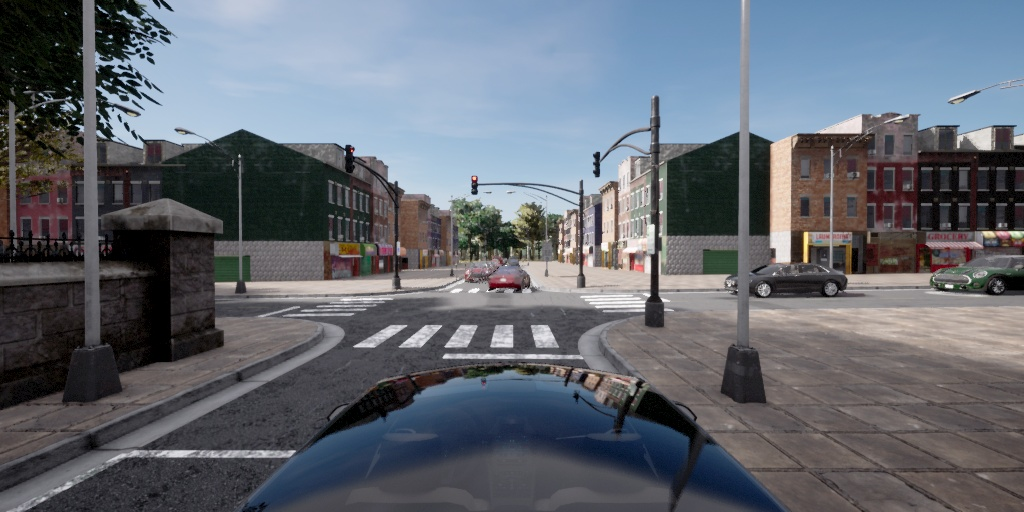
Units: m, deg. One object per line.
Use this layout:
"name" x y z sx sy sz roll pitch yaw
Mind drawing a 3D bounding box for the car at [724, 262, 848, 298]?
"car" 12.322 1.046 16.316 4.892 1.490 1.837 -1 1 0

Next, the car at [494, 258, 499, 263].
"car" -2.537 1.204 33.532 1.967 1.591 4.097 0 0 0

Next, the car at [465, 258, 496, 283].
"car" -2.555 1.199 28.097 1.967 1.591 4.097 0 0 0

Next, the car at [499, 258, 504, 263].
"car" -2.483 1.329 49.835 1.888 1.381 4.507 0 0 0

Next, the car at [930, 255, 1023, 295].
"car" 22.100 0.763 16.280 4.553 1.767 2.097 -1 1 0

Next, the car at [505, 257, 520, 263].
"car" 0.297 1.295 61.910 2.128 1.511 4.902 0 0 0

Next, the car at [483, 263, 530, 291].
"car" -0.113 1.318 21.842 1.994 1.385 4.181 0 0 11

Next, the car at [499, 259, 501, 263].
"car" -2.519 1.335 38.966 1.948 1.339 4.313 0 0 0

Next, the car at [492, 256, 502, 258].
"car" -2.832 1.259 60.907 1.801 1.575 5.366 0 0 0
